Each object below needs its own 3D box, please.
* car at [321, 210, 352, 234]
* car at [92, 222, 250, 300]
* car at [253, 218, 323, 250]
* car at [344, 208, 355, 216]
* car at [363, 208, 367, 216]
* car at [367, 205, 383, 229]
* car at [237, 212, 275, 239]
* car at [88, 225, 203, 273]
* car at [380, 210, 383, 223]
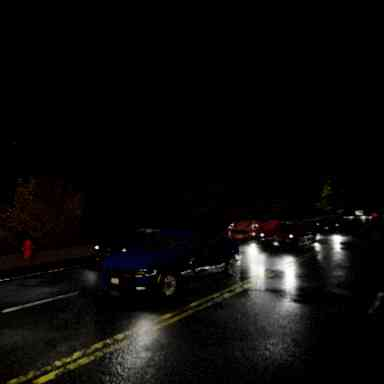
[{"bbox_3d":[11.125,2.432,26.347,1.812,1.442,4.674,-2,-3,33],"label":"car"},{"bbox_3d":[-0.348,1.868,9.812,1.882,1.535,5.008,-2,-3,35],"label":"car"},{"bbox_3d":[5.295,2.239,17.848,1.895,1.301,4.718,-2,-3,35],"label":"car"},{"bbox_3d":[28.322,3.608,60.034,2.033,1.411,5.357,-2,-3,31],"label":"car"},{"bbox_3d":[31.143,3.475,58.438,1.837,1.490,4.892,-2,-3,31],"label":"car"},{"bbox_3d":[17.624,2.210,30.115,2.150,2.045,5.566,-2,-3,33],"label":"car"},{"bbox_3d":[4.180,2.161,21.977,2.097,1.767,4.553,-2,-3,34],"label":"car"},{"bbox_3d":[-1.667,2.150,13.562,1.895,1.301,4.718,-2,-3,35],"label":"car"},{"bbox_3d":[23.916,2.863,39.962,2.033,1.411,5.357,-2,-3,32],"label":"car"}]
